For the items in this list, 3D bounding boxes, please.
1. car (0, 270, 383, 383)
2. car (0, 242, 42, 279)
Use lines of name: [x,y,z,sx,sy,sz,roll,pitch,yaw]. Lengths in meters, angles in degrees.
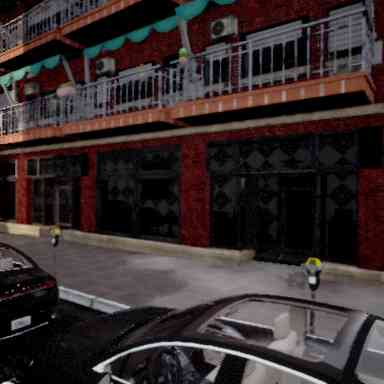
car: [0.403,1.549,2.578,4.403,1.369,2.008,0,1,35]
car: [-4.094,1.536,5.785,4.403,1.369,2.008,0,1,36]
